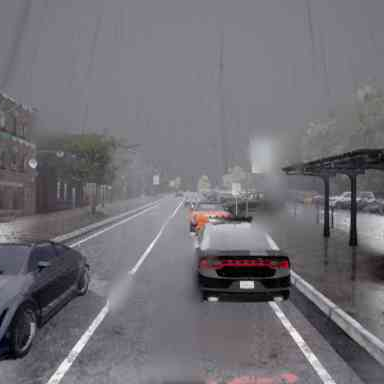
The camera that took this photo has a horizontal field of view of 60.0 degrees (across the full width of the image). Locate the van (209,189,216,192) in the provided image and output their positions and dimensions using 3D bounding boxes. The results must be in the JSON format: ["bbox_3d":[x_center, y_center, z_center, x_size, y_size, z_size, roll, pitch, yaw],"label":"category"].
[{"bbox_3d":[5.695,0.794,58.069,4.442,1.987,1.878,0,1,0],"label":"van"}]

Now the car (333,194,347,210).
[{"bbox_3d":[18.737,1.252,36.495,5.008,1.535,2.097,0,0,0],"label":"car"}]

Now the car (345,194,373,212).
[{"bbox_3d":[18.747,1.275,33.719,5.008,1.535,2.097,0,0,0],"label":"car"}]

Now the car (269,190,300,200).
[{"bbox_3d":[18.657,0.626,67.028,5.566,2.045,2.435,0,1,0],"label":"car"}]

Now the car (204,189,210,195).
[{"bbox_3d":[5.541,0.724,60.868,5.566,2.045,2.435,0,1,0],"label":"car"}]

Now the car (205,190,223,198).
[{"bbox_3d":[5.462,0.488,83.294,4.553,1.767,2.185,0,1,0],"label":"car"}]

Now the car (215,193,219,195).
[{"bbox_3d":[5.631,1.212,41.242,5.008,1.535,2.097,0,0,0],"label":"car"}]

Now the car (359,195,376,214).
[{"bbox_3d":[18.757,1.299,30.944,4.892,1.521,2.231,0,0,0],"label":"car"}]

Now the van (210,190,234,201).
[{"bbox_3d":[5.676,0.704,63.673,4.442,1.987,1.878,0,1,0],"label":"van"}]

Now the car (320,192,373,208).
[{"bbox_3d":[18.694,0.978,39.269,5.566,2.045,2.435,0,0,0],"label":"car"}]

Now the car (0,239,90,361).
[{"bbox_3d":[-3.261,1.555,5.791,1.994,1.385,4.181,0,0,0],"label":"car"}]

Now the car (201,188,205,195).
[{"bbox_3d":[5.483,0.453,77.687,5.566,2.045,2.435,0,1,0],"label":"car"}]

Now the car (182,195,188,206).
[{"bbox_3d":[-0.060,1.248,46.830,1.895,1.301,4.718,0,1,1],"label":"car"}]

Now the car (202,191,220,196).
[{"bbox_3d":[5.449,0.433,94.508,5.008,1.535,2.097,0,1,0],"label":"car"}]

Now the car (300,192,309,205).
[{"bbox_3d":[18.879,1.150,47.601,5.366,1.575,1.946,0,1,0],"label":"car"}]

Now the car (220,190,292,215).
[{"bbox_3d":[5.646,1.053,30.027,5.566,2.045,2.435,0,0,0],"label":"car"}]

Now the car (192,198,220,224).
[{"bbox_3d":[0.925,1.321,24.504,1.801,1.575,5.366,0,0,0],"label":"car"}]

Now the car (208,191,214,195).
[{"bbox_3d":[5.595,1.060,55.265,4.892,1.521,2.231,0,1,0],"label":"car"}]

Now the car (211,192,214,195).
[{"bbox_3d":[5.637,1.161,49.654,4.792,1.488,2.163,0,1,0],"label":"car"}]

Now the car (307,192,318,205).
[{"bbox_3d":[18.698,1.181,44.823,5.008,1.535,2.097,0,1,0],"label":"car"}]

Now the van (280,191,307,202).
[{"bbox_3d":[18.764,0.741,61.479,4.442,1.987,1.878,0,1,0],"label":"van"}]

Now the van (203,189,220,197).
[{"bbox_3d":[5.348,0.253,91.701,4.442,1.987,1.878,0,1,0],"label":"van"}]

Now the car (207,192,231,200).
[{"bbox_3d":[5.534,0.841,69.282,4.892,1.521,2.231,0,1,0],"label":"car"}]

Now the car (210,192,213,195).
[{"bbox_3d":[5.595,1.137,52.462,4.674,1.452,2.002,0,1,0],"label":"car"}]

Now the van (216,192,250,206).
[{"bbox_3d":[5.734,0.934,46.849,4.442,1.987,1.878,0,1,0],"label":"van"}]

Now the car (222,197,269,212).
[{"bbox_3d":[5.658,1.298,35.636,4.674,1.452,2.002,0,0,0],"label":"car"}]

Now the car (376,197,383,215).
[{"bbox_3d":[18.789,1.351,28.169,4.792,1.488,2.163,0,0,0],"label":"car"}]

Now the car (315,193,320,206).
[{"bbox_3d":[18.707,1.208,42.045,4.892,1.521,2.231,0,0,0],"label":"car"}]

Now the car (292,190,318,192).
[{"bbox_3d":[18.637,0.799,55.926,5.566,2.045,2.435,0,1,0],"label":"car"}]

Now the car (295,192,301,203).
[{"bbox_3d":[18.655,1.155,50.372,4.792,1.488,2.163,0,1,0],"label":"car"}]

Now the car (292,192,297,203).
[{"bbox_3d":[18.704,1.118,53.155,4.792,1.488,2.163,0,1,0],"label":"car"}]

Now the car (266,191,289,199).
[{"bbox_3d":[18.640,0.662,72.582,4.553,1.767,2.185,0,1,0],"label":"car"}]

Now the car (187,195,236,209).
[{"bbox_3d":[0.937,1.268,18.276,2.097,1.767,4.553,0,0,0],"label":"car"}]

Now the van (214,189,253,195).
[{"bbox_3d":[5.510,0.962,44.047,4.442,1.987,1.878,0,0,0],"label":"van"}]

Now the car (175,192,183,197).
[{"bbox_3d":[-3.430,0.659,88.278,1.895,1.301,4.718,0,1,0],"label":"car"}]

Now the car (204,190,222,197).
[{"bbox_3d":[5.452,0.443,86.098,4.553,1.767,2.185,0,1,0],"label":"car"}]

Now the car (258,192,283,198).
[{"bbox_3d":[18.405,0.695,78.133,5.366,1.575,1.946,0,1,0],"label":"car"}]

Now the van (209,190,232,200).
[{"bbox_3d":[5.667,0.659,66.476,4.442,1.987,1.878,0,1,0],"label":"van"}]

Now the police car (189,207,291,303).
[{"bbox_3d":[0.958,1.407,8.407,1.930,1.638,5.238,0,0,0],"label":"police car"}]

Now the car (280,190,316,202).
[{"bbox_3d":[18.685,0.760,58.702,5.566,2.045,2.435,0,1,0],"label":"car"}]
